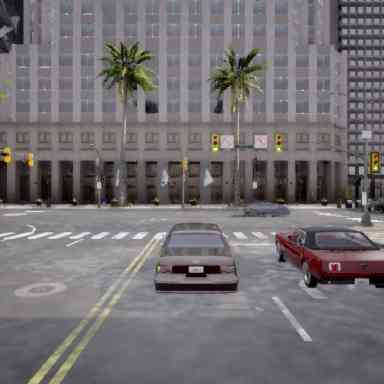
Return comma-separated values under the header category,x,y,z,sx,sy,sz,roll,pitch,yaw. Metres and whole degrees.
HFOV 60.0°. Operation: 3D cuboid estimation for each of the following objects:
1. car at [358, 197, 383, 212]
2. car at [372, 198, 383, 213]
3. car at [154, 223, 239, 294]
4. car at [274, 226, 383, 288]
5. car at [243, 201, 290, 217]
category,x,y,z,sx,sy,sz,roll,pitch,yaw
car,21.412,1.352,37.784,4.553,1.767,2.097,0,0,0
car,21.677,1.601,34.282,4.718,1.301,1.895,0,0,0
car,0.099,1.547,8.951,2.033,1.411,5.357,0,0,0
car,3.646,1.601,9.217,1.895,1.301,4.718,0,0,2
car,6.845,1.564,30.658,4.181,1.385,1.994,0,0,0
